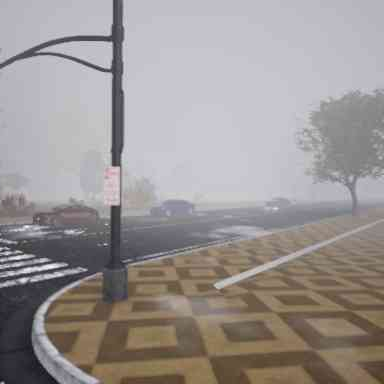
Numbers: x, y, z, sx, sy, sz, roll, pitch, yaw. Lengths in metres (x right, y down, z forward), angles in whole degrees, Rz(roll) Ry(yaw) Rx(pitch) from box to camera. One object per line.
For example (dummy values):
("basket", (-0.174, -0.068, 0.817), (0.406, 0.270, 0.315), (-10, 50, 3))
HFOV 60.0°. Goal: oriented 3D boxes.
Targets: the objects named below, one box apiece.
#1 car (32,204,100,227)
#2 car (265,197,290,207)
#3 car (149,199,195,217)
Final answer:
("car", (-8.285, 1.479, 22.124), (1.994, 1.385, 4.181), (1, 1, 38))
("car", (12.560, 1.421, 48.457), (2.033, 1.411, 5.357), (1, 1, 39))
("car", (-1.746, 1.380, 30.428), (1.882, 1.535, 5.008), (1, 1, 38))
